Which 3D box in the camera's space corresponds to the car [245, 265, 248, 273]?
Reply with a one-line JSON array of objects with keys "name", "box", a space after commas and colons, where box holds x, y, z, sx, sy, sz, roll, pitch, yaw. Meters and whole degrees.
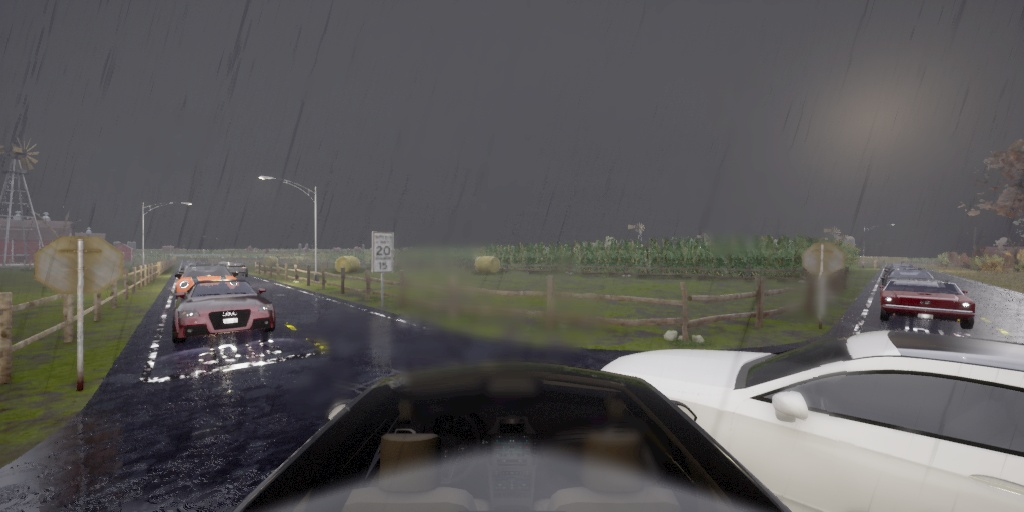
[{"name": "car", "box": [-27.438, 1.308, 35.450, 2.128, 1.511, 4.902, 0, 0, -42]}]

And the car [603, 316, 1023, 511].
[{"name": "car", "box": [2.811, 1.293, 2.539, 1.812, 1.442, 4.674, 0, 1, -45]}]

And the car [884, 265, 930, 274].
[{"name": "car", "box": [20.364, 1.366, 18.393, 5.357, 1.411, 2.033, 0, 1, -44]}]

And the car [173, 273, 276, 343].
[{"name": "car", "box": [-8.066, 1.361, 9.986, 1.994, 1.385, 4.181, 0, 0, -43]}]

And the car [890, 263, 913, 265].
[{"name": "car", "box": [27.037, 1.406, 24.735, 4.181, 1.385, 1.994, 0, 1, -44]}]

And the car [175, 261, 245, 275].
[{"name": "car", "box": [-13.925, 1.151, 16.394, 2.097, 1.767, 4.553, 0, 0, -42]}]

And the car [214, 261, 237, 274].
[{"name": "car", "box": [-34.255, 1.336, 42.820, 1.837, 1.490, 4.892, 0, 0, -42]}]

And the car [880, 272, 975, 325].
[{"name": "car", "box": [13.372, 1.400, 11.738, 4.718, 1.301, 1.895, 0, 1, -44]}]
